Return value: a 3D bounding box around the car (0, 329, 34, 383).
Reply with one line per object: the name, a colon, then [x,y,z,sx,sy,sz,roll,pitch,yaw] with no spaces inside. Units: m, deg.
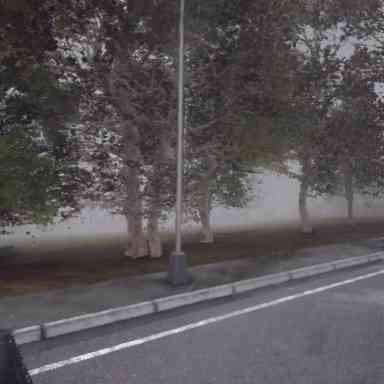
car: [-3.228,1.610,1.383,4.718,1.301,1.895,0,0,-36]
